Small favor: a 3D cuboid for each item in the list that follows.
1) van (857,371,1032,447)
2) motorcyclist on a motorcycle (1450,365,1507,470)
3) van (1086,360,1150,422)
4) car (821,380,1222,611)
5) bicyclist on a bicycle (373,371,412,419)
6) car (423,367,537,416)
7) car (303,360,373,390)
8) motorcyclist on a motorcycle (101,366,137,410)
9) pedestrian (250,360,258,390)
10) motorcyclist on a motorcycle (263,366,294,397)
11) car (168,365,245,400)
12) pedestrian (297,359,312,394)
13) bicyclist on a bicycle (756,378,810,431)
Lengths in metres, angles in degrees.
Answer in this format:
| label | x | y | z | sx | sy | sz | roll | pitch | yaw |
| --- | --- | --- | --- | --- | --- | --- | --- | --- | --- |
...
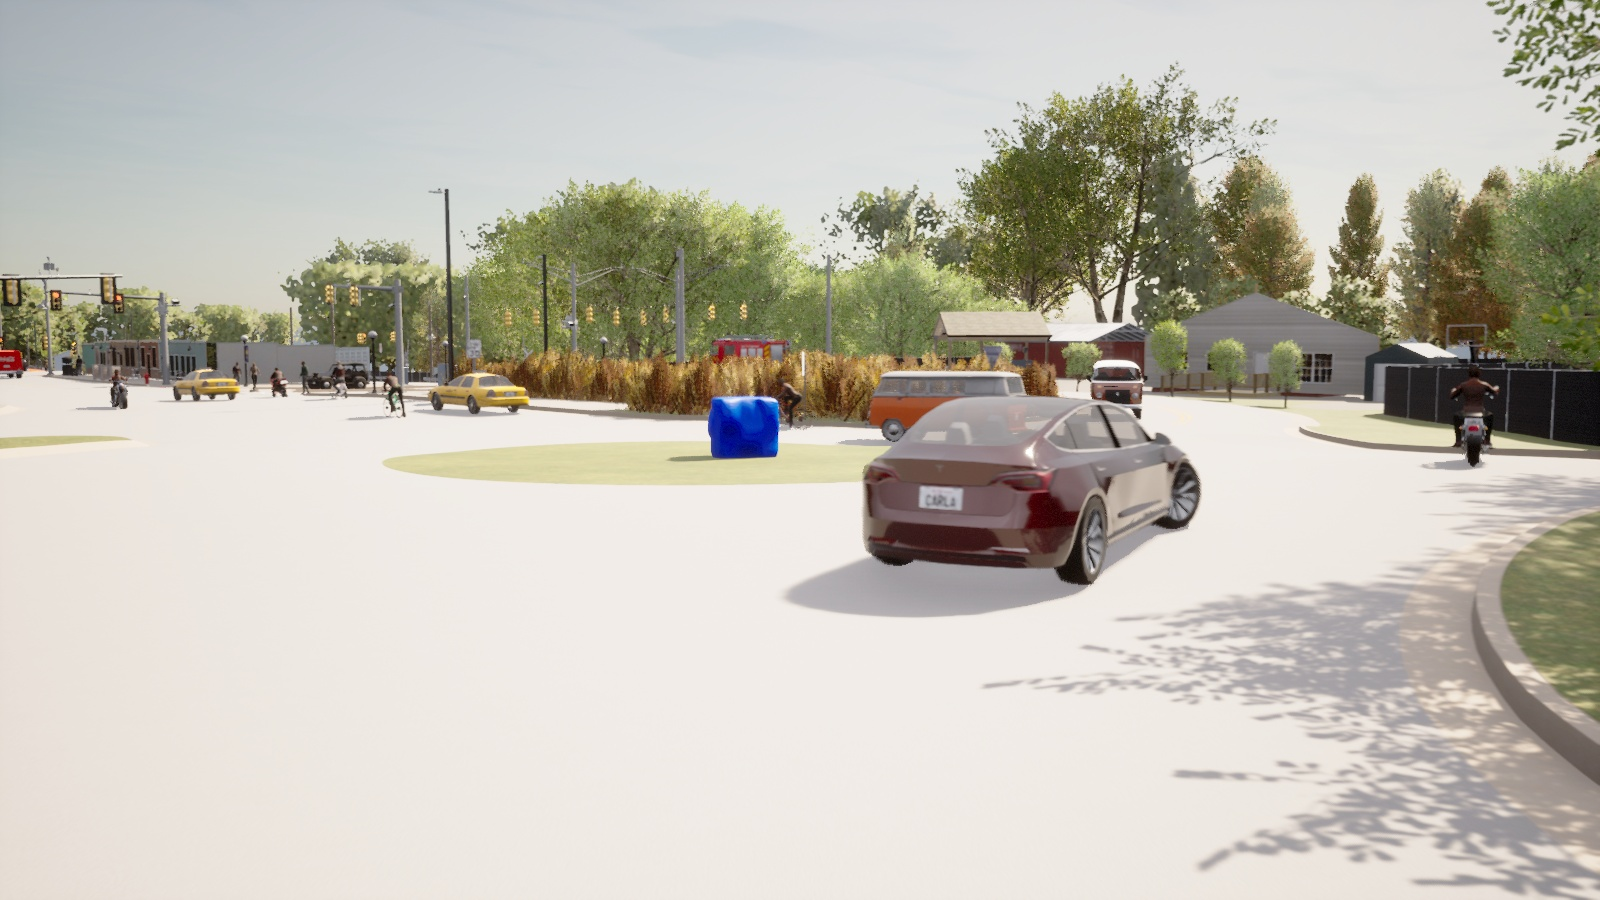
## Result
| label | x | y | z | sx | sy | sz | roll | pitch | yaw |
| --- | --- | --- | --- | --- | --- | --- | --- | --- | --- |
| van | 3.971 | -1.188 | 34.664 | 4.442 | 1.987 | 1.775 | 2 | 4 | 30 |
| motorcyclist on a motorcycle | 11.223 | -0.565 | 20.832 | 0.766 | 1.649 | 2.350 | 1 | 3 | 27 |
| van | 11.294 | -2.154 | 44.862 | 2.069 | 2.038 | 4.480 | 1 | 5 | 13 |
| car | 2.337 | 0.200 | 11.934 | 2.163 | 1.488 | 4.792 | 3 | 7 | 31 |
| bicyclist on a bicycle | -14.210 | -1.945 | 43.762 | 0.582 | 1.620 | 1.656 | -6 | 7 | -41 |
| car | -11.940 | -2.229 | 46.609 | 1.801 | 1.575 | 5.366 | -5 | 7 | -41 |
| car | -30.296 | -4.895 | 82.483 | 1.905 | 1.878 | 3.866 | 5 | 5 | 44 |
| motorcyclist on a motorcycle | -27.603 | -2.513 | 50.881 | 0.766 | 1.649 | 2.350 | -5 | 8 | -38 |
| pedestrian | -33.957 | -4.656 | 78.094 | 0.331 | 1.846 | 0.634 | -3 | 6 | -32 |
| motorcyclist on a motorcycle | -25.991 | -3.419 | 62.533 | 0.797 | 1.523 | 2.044 | -4 | 5 | -40 |
| car | -28.105 | -3.195 | 59.375 | 1.801 | 1.575 | 5.366 | -5 | 6 | -41 |
| pedestrian | -26.326 | -3.891 | 66.684 | 0.614 | 1.847 | 0.353 | -5 | 7 | -42 |
| bicyclist on a bicycle | -0.534 | -1.446 | 39.687 | 1.656 | 1.620 | 0.582 | 1 | 5 | 4 |
